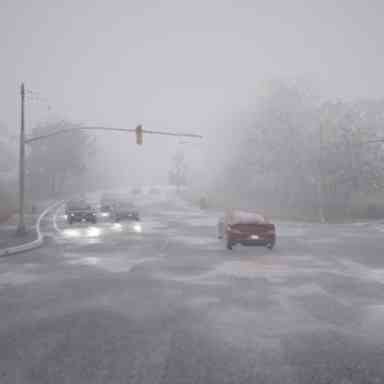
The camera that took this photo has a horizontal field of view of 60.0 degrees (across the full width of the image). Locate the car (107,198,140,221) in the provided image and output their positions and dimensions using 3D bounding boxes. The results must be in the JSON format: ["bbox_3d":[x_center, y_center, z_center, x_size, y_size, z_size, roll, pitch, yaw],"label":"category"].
[{"bbox_3d":[-5.565,1.525,27.471,1.837,1.490,4.892,1,1,-21],"label":"car"}]

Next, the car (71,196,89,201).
[{"bbox_3d":[-11.409,1.398,32.999,1.994,1.385,4.181,1,1,-19],"label":"car"}]

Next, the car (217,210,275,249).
[{"bbox_3d":[2.286,1.564,14.992,1.882,1.535,5.008,1,0,-2],"label":"car"}]

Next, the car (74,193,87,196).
[{"bbox_3d":[-14.318,0.958,42.556,2.128,1.511,4.902,1,2,-15],"label":"car"}]

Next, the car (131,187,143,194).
[{"bbox_3d":[-11.240,-0.340,68.104,2.128,1.511,4.902,1,3,-1],"label":"car"}]

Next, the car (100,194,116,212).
[{"bbox_3d":[-9.033,1.329,36.684,2.033,1.411,5.357,1,2,-18],"label":"car"}]

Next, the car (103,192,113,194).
[{"bbox_3d":[-11.747,0.832,46.705,1.837,1.490,4.892,1,3,-12],"label":"car"}]

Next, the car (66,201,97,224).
[{"bbox_3d":[-8.258,1.607,24.800,1.895,1.301,4.718,1,0,-23],"label":"car"}]

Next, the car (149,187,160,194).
[{"bbox_3d":[-7.795,-0.345,69.330,2.033,1.411,5.357,0,3,-1],"label":"car"}]
